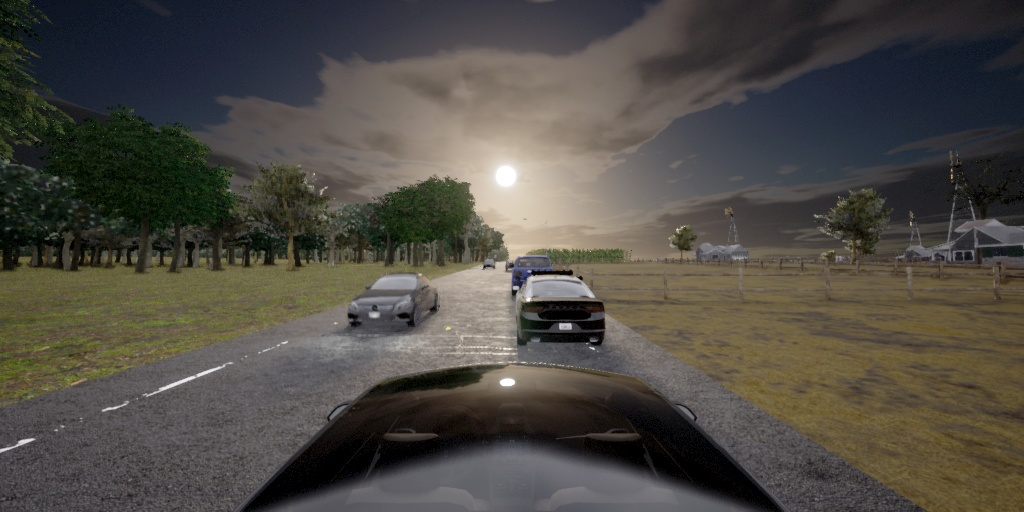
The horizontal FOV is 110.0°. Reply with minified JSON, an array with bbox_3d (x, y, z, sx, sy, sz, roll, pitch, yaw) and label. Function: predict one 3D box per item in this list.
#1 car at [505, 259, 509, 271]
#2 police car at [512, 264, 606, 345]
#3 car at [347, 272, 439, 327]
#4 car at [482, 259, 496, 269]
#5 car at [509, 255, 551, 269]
[{"bbox_3d":[0.051,1.250,50.136,2.128,1.511,4.902,0,0,1],"label":"car"},{"bbox_3d":[1.052,1.180,9.628,1.930,1.638,5.238,0,0,0],"label":"police car"},{"bbox_3d":[-3.597,1.281,11.703,1.812,1.442,4.674,0,0,0],"label":"car"},{"bbox_3d":[-3.574,1.259,56.163,1.837,1.490,4.892,0,0,0],"label":"car"},{"bbox_3d":[1.055,0.982,19.560,2.150,2.045,5.566,0,0,0],"label":"car"}]
